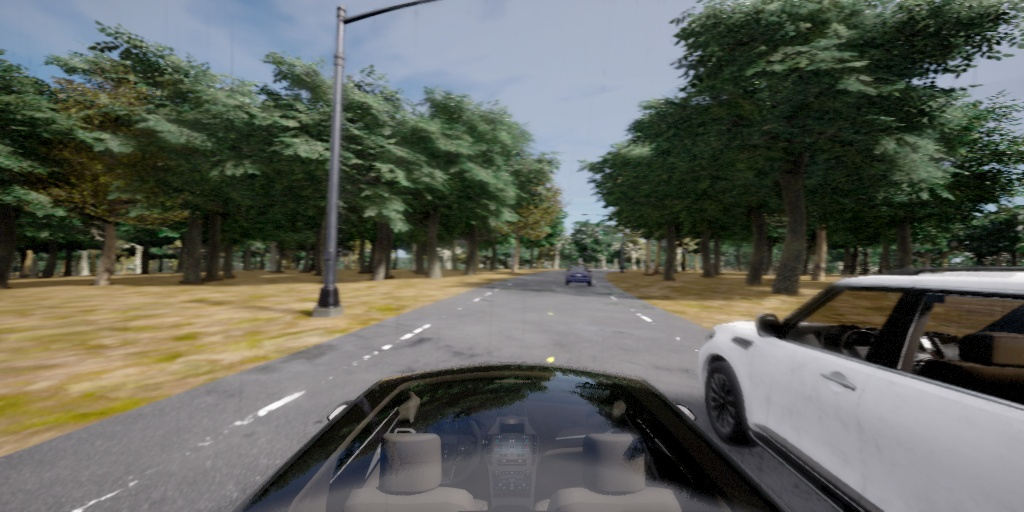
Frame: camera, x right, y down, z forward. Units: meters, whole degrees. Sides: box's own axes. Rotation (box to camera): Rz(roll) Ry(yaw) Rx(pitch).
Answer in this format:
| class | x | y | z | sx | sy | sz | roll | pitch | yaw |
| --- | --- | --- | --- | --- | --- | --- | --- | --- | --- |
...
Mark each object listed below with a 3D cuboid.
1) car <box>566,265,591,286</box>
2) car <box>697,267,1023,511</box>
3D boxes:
| class | x | y | z | sx | sy | sz | roll | pitch | yaw |
| --- | --- | --- | --- | --- | --- | --- | --- | --- | --- |
| car | 5.759 | 1.591 | 31.101 | 2.097 | 1.767 | 4.553 | 2 | -1 | 10 |
| car | 3.258 | 1.100 | 2.256 | 2.150 | 2.045 | 5.566 | 2 | -1 | 6 |
